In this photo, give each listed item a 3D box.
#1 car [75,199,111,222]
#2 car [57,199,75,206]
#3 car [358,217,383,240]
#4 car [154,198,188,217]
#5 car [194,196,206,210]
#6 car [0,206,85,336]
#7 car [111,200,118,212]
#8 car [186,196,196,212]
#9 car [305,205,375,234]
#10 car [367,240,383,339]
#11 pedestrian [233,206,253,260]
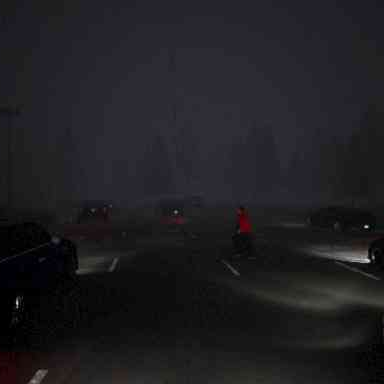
[{"bbox_3d":[-7.733,1.351,25.937,2.097,1.767,4.553,0,0,-17],"label":"car"},{"bbox_3d":[-16.790,1.601,46.140,4.718,1.301,1.895,0,0,39],"label":"car"},{"bbox_3d":[6.463,1.565,8.494,1.994,1.385,4.181,0,0,-4],"label":"car"},{"bbox_3d":[-2.254,1.505,31.566,1.837,1.490,4.892,1,0,-20],"label":"car"},{"bbox_3d":[-0.108,1.352,42.984,2.097,1.767,4.553,0,0,-31],"label":"car"},{"bbox_3d":[-3.899,1.353,6.793,2.097,1.767,4.553,0,0,-4],"label":"car"},{"bbox_3d":[-10.120,1.564,38.660,1.994,1.385,4.181,0,0,-33],"label":"car"},{"bbox_3d":[-1.731,1.526,39.028,1.812,1.442,4.674,0,0,-28],"label":"car"},{"bbox_3d":[8.425,1.505,19.320,1.837,1.490,4.892,0,0,-11],"label":"car"},{"bbox_3d":[3.417,1.478,2.250,1.882,1.535,5.008,0,0,-2],"label":"car"},{"bbox_3d":[1.676,1.294,10.953,0.375,1.860,0.375,0,0,-7],"label":"pedestrian"}]
